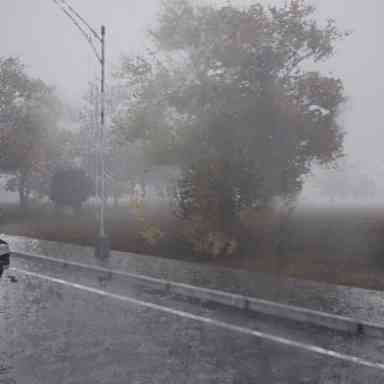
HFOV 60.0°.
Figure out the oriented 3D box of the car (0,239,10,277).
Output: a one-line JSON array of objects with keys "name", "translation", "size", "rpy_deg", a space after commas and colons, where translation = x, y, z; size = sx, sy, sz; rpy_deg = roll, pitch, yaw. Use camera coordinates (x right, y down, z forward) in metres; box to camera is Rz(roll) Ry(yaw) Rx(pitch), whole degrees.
[{"name": "car", "translation": [-6.708, 1.497, 8.777], "size": [4.902, 1.511, 2.128], "rpy_deg": [0, 0, 35]}]
